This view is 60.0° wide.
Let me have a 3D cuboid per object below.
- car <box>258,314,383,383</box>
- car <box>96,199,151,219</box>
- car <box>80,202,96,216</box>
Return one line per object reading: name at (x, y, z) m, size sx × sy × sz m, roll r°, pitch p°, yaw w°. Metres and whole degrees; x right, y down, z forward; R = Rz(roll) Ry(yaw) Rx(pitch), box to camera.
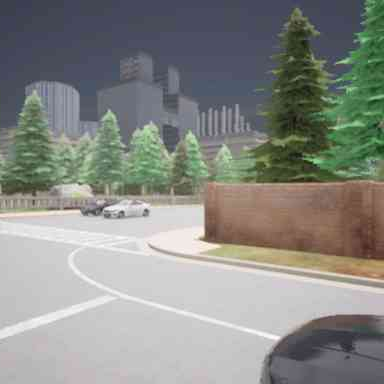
car at (2.793, 1.512, 1.970) m, size 4.892 × 1.490 × 1.837 m, roll 0°, pitch 0°, yaw 36°
car at (-5.423, 1.411, 28.164) m, size 1.812 × 1.442 × 4.674 m, roll 0°, pitch 0°, yaw 35°
car at (-8.004, 1.391, 30.575) m, size 1.812 × 1.442 × 4.674 m, roll 0°, pitch 0°, yaw 35°
